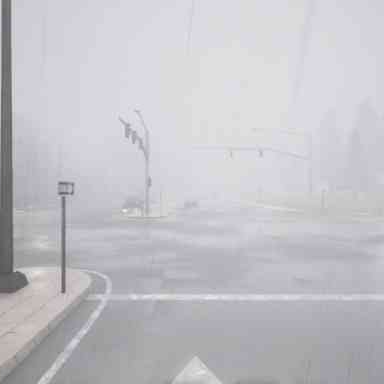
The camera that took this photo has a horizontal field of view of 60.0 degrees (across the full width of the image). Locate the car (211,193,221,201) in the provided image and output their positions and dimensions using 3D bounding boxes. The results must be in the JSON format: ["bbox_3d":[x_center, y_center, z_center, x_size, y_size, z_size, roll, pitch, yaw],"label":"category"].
[{"bbox_3d":[6.227,1.223,85.894,2.150,2.045,5.566,0,0,-1],"label":"car"}]

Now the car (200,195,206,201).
[{"bbox_3d":[2.727,1.522,85.886,1.812,1.442,4.674,0,0,-1],"label":"car"}]

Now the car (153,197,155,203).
[{"bbox_3d":[-8.497,1.599,66.823,1.895,1.301,4.718,0,0,0],"label":"car"}]

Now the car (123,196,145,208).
[{"bbox_3d":[-8.263,1.351,46.729,2.097,1.767,4.553,0,0,-1],"label":"car"}]

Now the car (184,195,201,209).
[{"bbox_3d":[-0.135,1.524,44.781,1.812,1.442,4.674,0,0,-1],"label":"car"}]

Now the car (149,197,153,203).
[{"bbox_3d":[-8.406,1.504,56.993,1.837,1.490,4.892,0,0,0],"label":"car"}]

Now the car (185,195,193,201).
[{"bbox_3d":[-0.772,1.498,85.824,1.837,1.490,4.892,0,0,-1],"label":"car"}]
